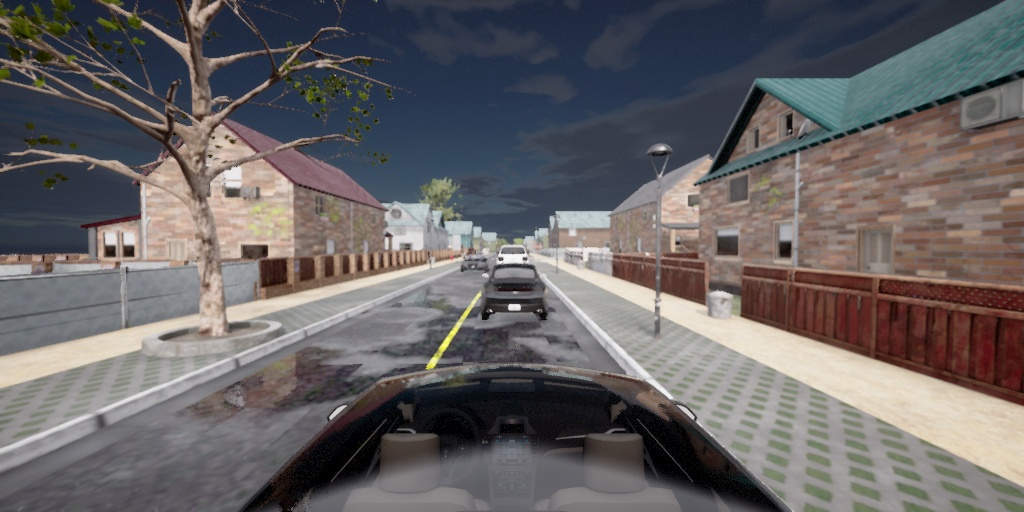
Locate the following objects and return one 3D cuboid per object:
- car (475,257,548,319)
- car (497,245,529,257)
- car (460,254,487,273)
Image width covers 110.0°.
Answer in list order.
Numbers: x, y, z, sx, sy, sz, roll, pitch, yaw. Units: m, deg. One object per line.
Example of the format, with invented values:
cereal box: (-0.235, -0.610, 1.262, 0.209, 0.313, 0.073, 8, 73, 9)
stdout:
car: (0.075, 0.958, 11.378, 1.837, 1.490, 4.892, 0, 2, 0)
car: (0.070, 0.256, 25.774, 2.150, 2.045, 5.566, 0, 2, 0)
car: (-2.835, 0.535, 28.048, 1.994, 1.385, 4.181, 0, 2, 0)
